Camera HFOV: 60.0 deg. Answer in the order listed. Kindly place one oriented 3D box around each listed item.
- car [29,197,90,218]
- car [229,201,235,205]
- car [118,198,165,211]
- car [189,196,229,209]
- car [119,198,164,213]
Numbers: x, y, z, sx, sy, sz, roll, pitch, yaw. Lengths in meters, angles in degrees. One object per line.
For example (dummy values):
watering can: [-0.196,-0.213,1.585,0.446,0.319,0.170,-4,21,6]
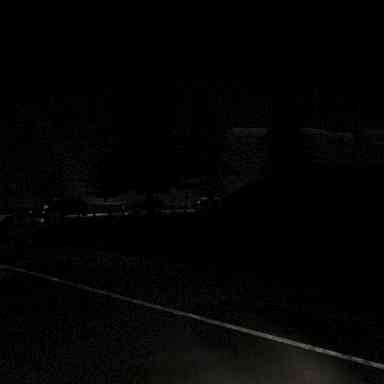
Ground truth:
car: [-11.435,1.260,29.394,2.097,1.767,4.553,0,0,41]
car: [3.708,1.518,47.298,4.718,1.301,1.895,0,0,-32]
car: [-5.985,1.448,39.908,5.357,1.411,2.033,0,0,-42]
car: [1.878,1.278,41.687,4.553,1.767,2.097,0,0,-35]
car: [-5.233,1.406,35.812,4.902,1.511,2.128,0,0,-42]
